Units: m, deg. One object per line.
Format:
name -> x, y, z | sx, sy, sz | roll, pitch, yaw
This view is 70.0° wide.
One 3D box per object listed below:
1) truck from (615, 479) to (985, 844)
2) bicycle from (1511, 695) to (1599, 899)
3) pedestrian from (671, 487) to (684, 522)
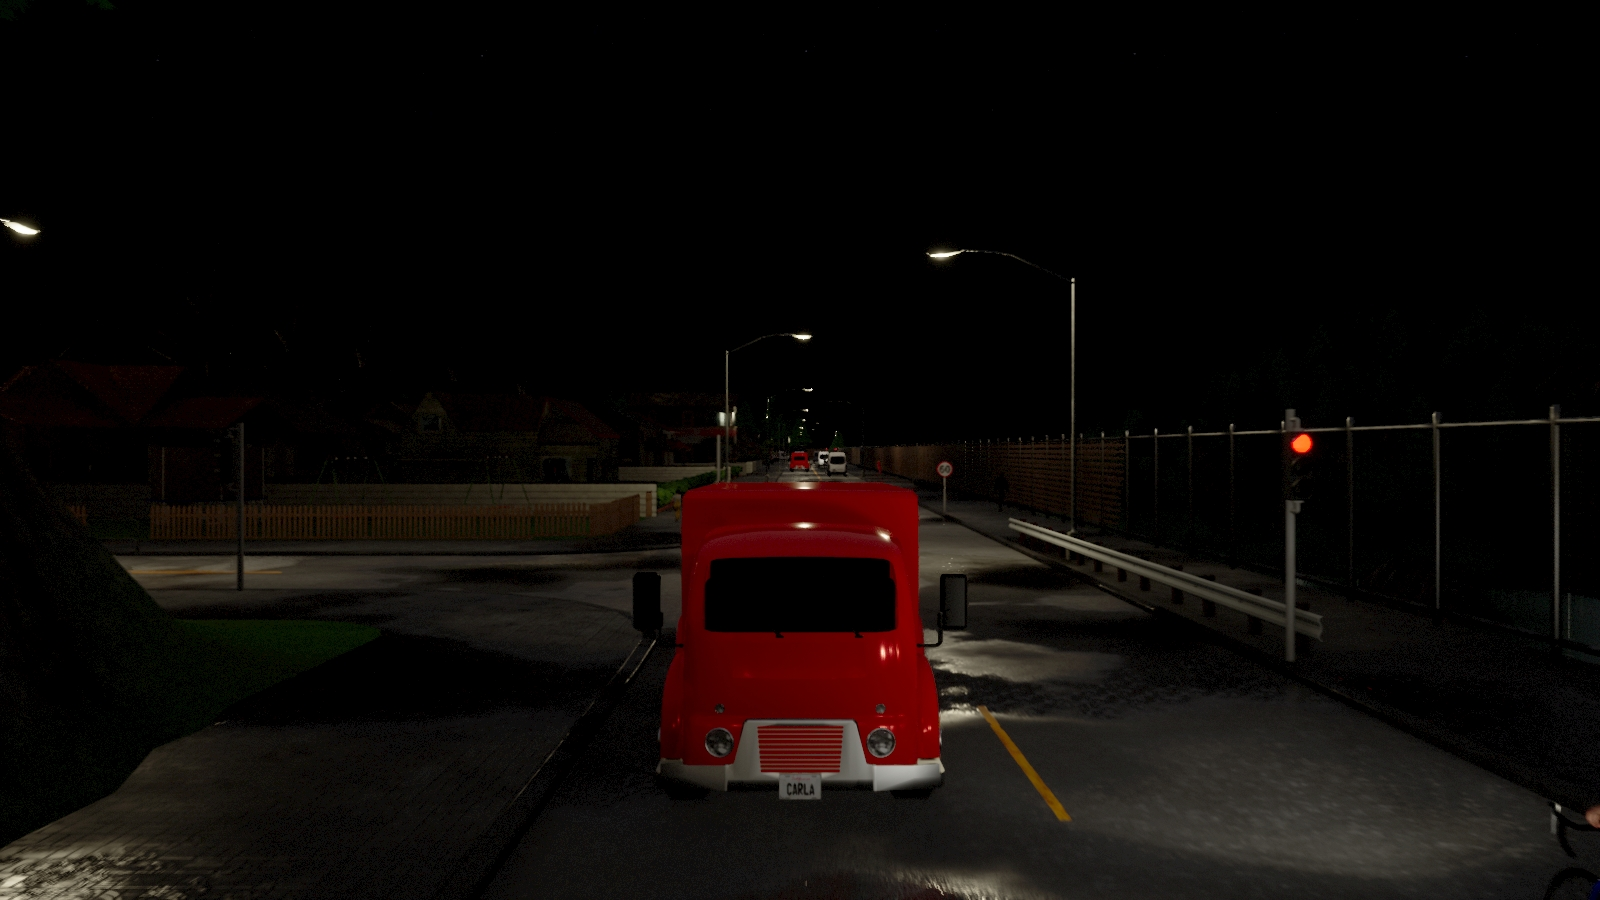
truck -> -0.002, 1.568, 10.720 | 2.627, 2.467, 5.204 | 0, 0, 0
bicycle -> 3.993, 2.056, 5.296 | 0.373, 1.496, 1.643 | 0, 0, 0
pedestrian -> -4.589, 2.027, 42.731 | 0.375, 1.300, 0.375 | 0, 0, 10
